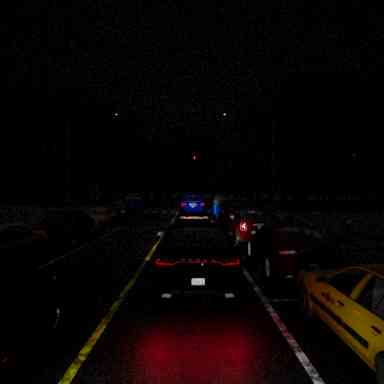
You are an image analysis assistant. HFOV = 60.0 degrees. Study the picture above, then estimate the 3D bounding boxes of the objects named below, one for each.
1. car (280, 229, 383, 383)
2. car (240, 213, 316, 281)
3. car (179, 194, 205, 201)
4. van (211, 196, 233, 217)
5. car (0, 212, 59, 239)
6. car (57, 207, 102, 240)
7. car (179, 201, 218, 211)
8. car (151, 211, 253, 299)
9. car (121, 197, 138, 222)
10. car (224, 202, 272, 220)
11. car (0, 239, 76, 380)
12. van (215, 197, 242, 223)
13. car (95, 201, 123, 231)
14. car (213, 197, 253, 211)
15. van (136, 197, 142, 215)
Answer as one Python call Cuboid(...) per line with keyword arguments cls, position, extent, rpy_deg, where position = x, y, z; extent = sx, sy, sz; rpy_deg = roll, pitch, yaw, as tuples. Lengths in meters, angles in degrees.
Cuboid(cls="car", position=(2.759, 1.525, 4.467), extent=(1.752, 1.417, 4.829), rpy_deg=(0, 0, 0))
Cuboid(cls="car", position=(2.758, 1.544, 9.735), extent=(1.887, 1.381, 4.507), rpy_deg=(0, 0, 0))
Cuboid(cls="car", position=(0.017, 1.222, 29.325), extent=(2.150, 2.045, 5.566), rpy_deg=(0, 0, -2))
Cuboid(cls="van", position=(2.754, 1.342, 31.485), extent=(1.690, 1.788, 3.998), rpy_deg=(0, 0, 0))
Cuboid(cls="car", position=(-5.767, 1.524, 9.564), extent=(1.752, 1.417, 4.829), rpy_deg=(0, 0, 0))
Cuboid(cls="car", position=(-5.768, 1.565, 15.171), extent=(1.947, 1.339, 4.313), rpy_deg=(0, 0, 0))
Cuboid(cls="car", position=(0.093, 1.491, 18.957), extent=(2.128, 1.511, 4.902), rpy_deg=(0, 0, 0))
Cuboid(cls="car", position=(0.093, 1.477, 8.513), extent=(1.882, 1.535, 5.008), rpy_deg=(0, 0, 0))
Cuboid(cls="car", position=(-5.770, 1.440, 26.046), extent=(1.967, 1.590, 4.097), rpy_deg=(0, 0, 0))
Cuboid(cls="car", position=(2.757, 1.439, 15.172), extent=(1.967, 1.590, 4.097), rpy_deg=(0, 0, 0))
Cuboid(cls="car", position=(-3.102, 1.563, 3.804), extent=(1.994, 1.385, 4.181), rpy_deg=(0, 0, 0))
Cuboid(cls="van", position=(2.755, 1.341, 26.048), extent=(1.690, 1.788, 3.998), rpy_deg=(0, 0, 0))
Cuboid(cls="car", position=(-5.769, 1.525, 20.439), extent=(1.752, 1.417, 4.829), rpy_deg=(0, 0, 0))
Cuboid(cls="car", position=(2.756, 1.314, 20.610), extent=(2.192, 1.841, 5.009), rpy_deg=(0, 0, 0))
Cuboid(cls="van", position=(-5.771, 1.342, 31.484), extent=(1.690, 1.788, 3.998), rpy_deg=(0, 0, 0))
